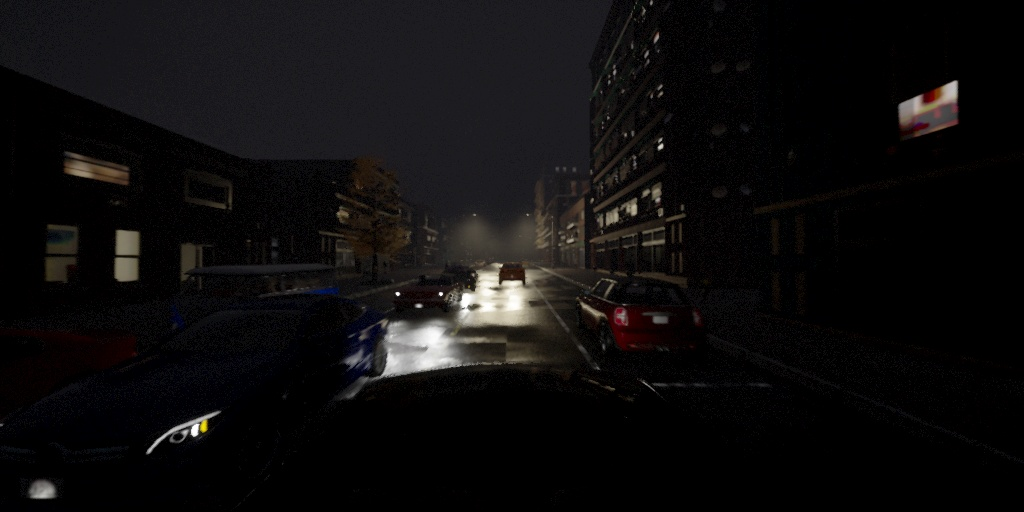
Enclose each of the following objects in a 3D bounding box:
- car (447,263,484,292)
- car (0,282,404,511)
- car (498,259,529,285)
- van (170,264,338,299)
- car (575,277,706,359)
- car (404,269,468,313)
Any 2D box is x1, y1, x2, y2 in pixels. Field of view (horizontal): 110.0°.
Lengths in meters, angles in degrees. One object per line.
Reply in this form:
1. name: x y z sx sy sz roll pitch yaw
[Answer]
1. car: -2.998 1.312 21.102 1.994 1.385 4.181 0 0 0
2. car: -3.085 1.275 4.689 1.812 1.442 4.674 0 0 0
3. car: 0.019 1.224 26.403 1.882 1.535 5.008 0 0 0
4. van: -5.689 1.089 8.413 1.690 1.789 3.998 0 0 0
5. car: 2.692 1.189 8.473 1.967 1.591 4.097 0 0 0
6. car: -3.079 1.349 14.097 1.895 1.301 4.718 0 0 0
